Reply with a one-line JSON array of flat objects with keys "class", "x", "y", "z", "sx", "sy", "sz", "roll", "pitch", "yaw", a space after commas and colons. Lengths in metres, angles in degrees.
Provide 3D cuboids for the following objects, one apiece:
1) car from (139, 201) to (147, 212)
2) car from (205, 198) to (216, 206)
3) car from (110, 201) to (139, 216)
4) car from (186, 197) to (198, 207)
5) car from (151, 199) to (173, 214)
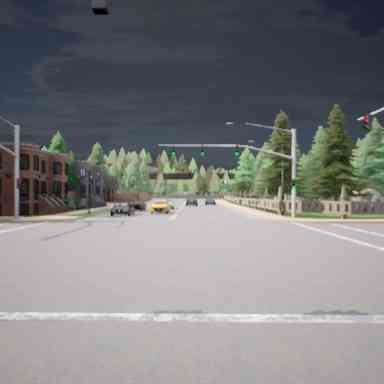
[{"class": "car", "x": -7.119, "y": 1.831, "z": 43.246, "sx": 1.895, "sy": 1.301, "sz": 4.718, "roll": 0, "pitch": 0, "yaw": 0}, {"class": "car", "x": 3.552, "y": 1.908, "z": 64.841, "sx": 1.994, "sy": 1.385, "sz": 4.181, "roll": 0, "pitch": 0, "yaw": 0}, {"class": "car", "x": -7.123, "y": 1.748, "z": 34.494, "sx": 1.994, "sy": 1.385, "sz": 4.181, "roll": 0, "pitch": 0, "yaw": 0}, {"class": "car", "x": -0.045, "y": 1.670, "z": 59.862, "sx": 2.097, "sy": 1.767, "sz": 4.553, "roll": 0, "pitch": 0, "yaw": 0}, {"class": "car", "x": -3.623, "y": 1.682, "z": 38.470, "sx": 1.882, "sy": 1.535, "sz": 5.008, "roll": 0, "pitch": 0, "yaw": 0}]
